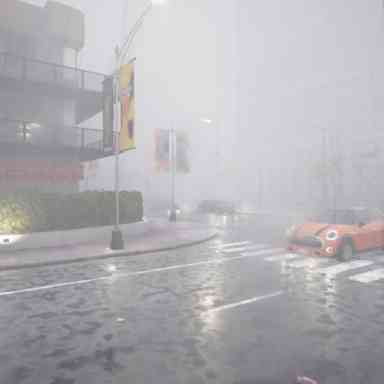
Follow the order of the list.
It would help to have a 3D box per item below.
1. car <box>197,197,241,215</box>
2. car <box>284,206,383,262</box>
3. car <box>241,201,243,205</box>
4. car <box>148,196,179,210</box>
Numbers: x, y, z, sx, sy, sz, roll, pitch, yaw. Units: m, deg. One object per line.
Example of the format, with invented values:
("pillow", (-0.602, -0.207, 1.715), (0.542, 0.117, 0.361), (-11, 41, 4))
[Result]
("car", (2.388, 1.505, 33.814), (1.837, 1.490, 4.892), (0, 0, -35))
("car", (5.465, 1.352, 12.195), (4.553, 1.767, 2.097), (0, 0, -36))
("car", (5.545, 1.526, 49.586), (1.812, 1.442, 4.674), (0, 0, -35))
("car", (-3.391, 1.564, 42.080), (1.994, 1.385, 4.181), (0, 0, -35))
